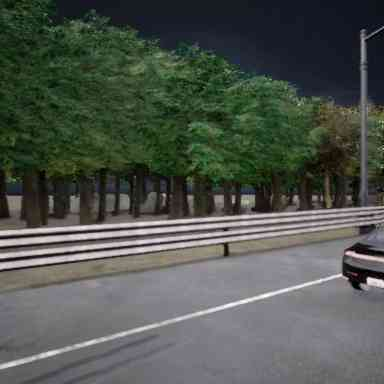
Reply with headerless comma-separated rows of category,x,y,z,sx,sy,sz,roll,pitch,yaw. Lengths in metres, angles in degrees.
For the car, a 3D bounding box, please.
car,5.383,1.453,7.588,4.902,1.511,2.128,0,0,-35
